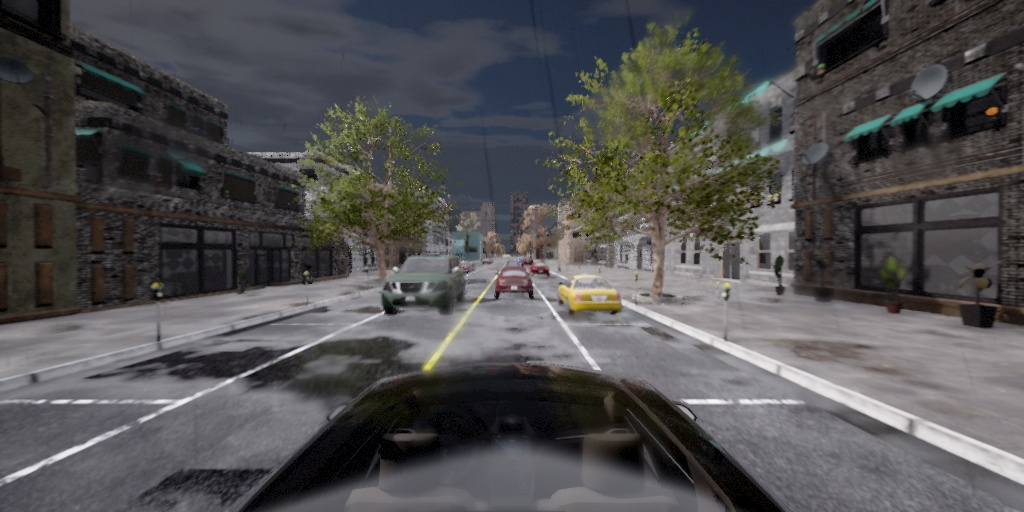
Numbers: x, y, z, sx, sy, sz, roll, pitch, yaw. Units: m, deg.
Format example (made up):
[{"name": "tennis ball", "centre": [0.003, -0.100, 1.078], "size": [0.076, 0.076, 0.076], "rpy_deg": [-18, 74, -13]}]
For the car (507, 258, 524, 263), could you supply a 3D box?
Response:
[{"name": "car", "centre": [0.102, 1.265, 42.583], "size": [1.994, 1.385, 4.181], "rpy_deg": [0, 0, 0]}]

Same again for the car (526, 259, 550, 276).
[{"name": "car", "centre": [2.696, 1.255, 35.384], "size": [1.888, 1.381, 4.507], "rpy_deg": [0, 0, 0]}]

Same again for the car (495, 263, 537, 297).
[{"name": "car", "centre": [0.100, 1.256, 18.455], "size": [1.812, 1.442, 4.674], "rpy_deg": [0, 0, 0]}]

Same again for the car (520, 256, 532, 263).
[{"name": "car", "centre": [2.697, 0.991, 63.104], "size": [2.192, 1.841, 5.009], "rpy_deg": [0, 0, 0]}]

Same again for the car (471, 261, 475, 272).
[{"name": "car", "centre": [-5.685, 1.143, 40.928], "size": [1.967, 1.591, 4.097], "rpy_deg": [0, 0, 0]}]

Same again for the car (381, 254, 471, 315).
[{"name": "car", "centre": [-3.096, 0.957, 13.748], "size": [2.150, 2.045, 5.566], "rpy_deg": [0, 0, 0]}]

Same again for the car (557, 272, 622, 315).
[{"name": "car", "centre": [2.695, 1.262, 13.378], "size": [1.751, 1.417, 4.829], "rpy_deg": [0, 0, 0]}]
